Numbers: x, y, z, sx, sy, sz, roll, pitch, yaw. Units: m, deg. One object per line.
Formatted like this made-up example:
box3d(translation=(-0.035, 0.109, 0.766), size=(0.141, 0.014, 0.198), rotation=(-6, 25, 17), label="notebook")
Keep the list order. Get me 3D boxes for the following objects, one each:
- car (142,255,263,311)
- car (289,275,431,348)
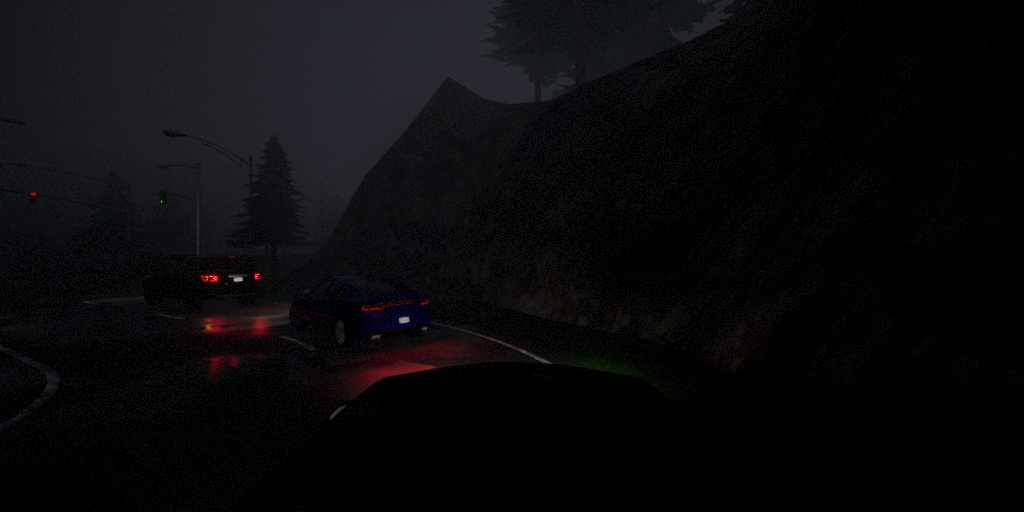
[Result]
box3d(translation=(-12.648, 0.971, 14.647), size=(5.566, 2.045, 2.150), rotation=(0, 0, 27), label="car")
box3d(translation=(-4.129, 1.228, 9.418), size=(5.008, 1.535, 1.882), rotation=(0, 0, 43), label="car")
